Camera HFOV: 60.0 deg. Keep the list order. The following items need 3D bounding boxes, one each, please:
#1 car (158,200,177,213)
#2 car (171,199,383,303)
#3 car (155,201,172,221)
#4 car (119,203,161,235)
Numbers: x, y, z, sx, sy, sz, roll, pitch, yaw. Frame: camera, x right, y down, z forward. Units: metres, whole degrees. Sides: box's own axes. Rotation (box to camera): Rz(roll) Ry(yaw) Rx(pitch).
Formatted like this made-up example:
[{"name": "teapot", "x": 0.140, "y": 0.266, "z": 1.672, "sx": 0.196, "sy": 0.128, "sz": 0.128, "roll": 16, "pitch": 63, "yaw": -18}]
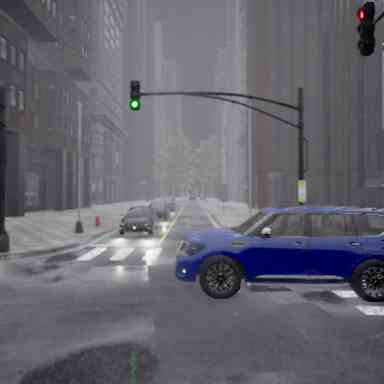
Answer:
[{"name": "car", "x": -3.027, "y": 1.820, "z": 42.652, "sx": 2.033, "sy": 1.411, "sz": 5.357, "roll": 0, "pitch": 0, "yaw": 0}, {"name": "car", "x": 2.375, "y": 1.345, "z": 8.085, "sx": 5.566, "sy": 2.045, "sz": 2.150, "roll": 1, "pitch": -1, "yaw": 0}, {"name": "car", "x": -3.056, "y": 1.675, "z": 29.951, "sx": 1.882, "sy": 1.535, "sz": 5.008, "roll": 0, "pitch": 0, "yaw": 0}, {"name": "car", "x": -3.081, "y": 1.639, "z": 19.864, "sx": 1.837, "sy": 1.490, "sz": 4.892, "roll": 0, "pitch": 0, "yaw": -1}]
